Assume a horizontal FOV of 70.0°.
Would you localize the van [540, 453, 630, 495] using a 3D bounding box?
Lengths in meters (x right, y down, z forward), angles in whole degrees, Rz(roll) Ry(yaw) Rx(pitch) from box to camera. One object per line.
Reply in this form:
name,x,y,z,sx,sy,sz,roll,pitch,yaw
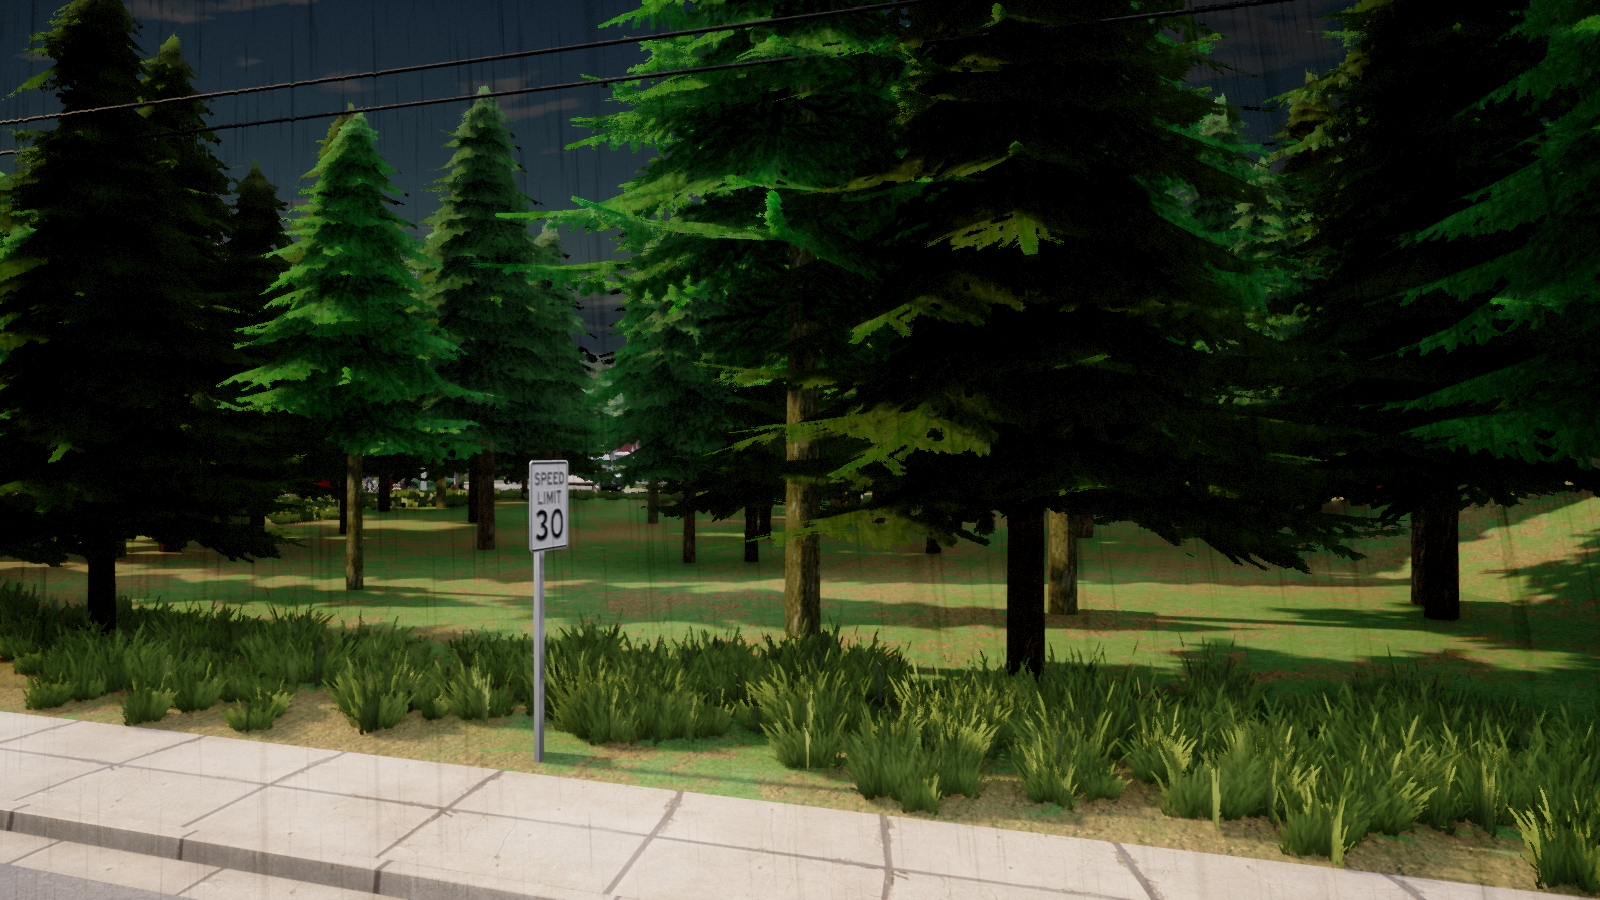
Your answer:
van,-13.883,1.508,73.669,5.915,2.561,1.988,0,0,33
